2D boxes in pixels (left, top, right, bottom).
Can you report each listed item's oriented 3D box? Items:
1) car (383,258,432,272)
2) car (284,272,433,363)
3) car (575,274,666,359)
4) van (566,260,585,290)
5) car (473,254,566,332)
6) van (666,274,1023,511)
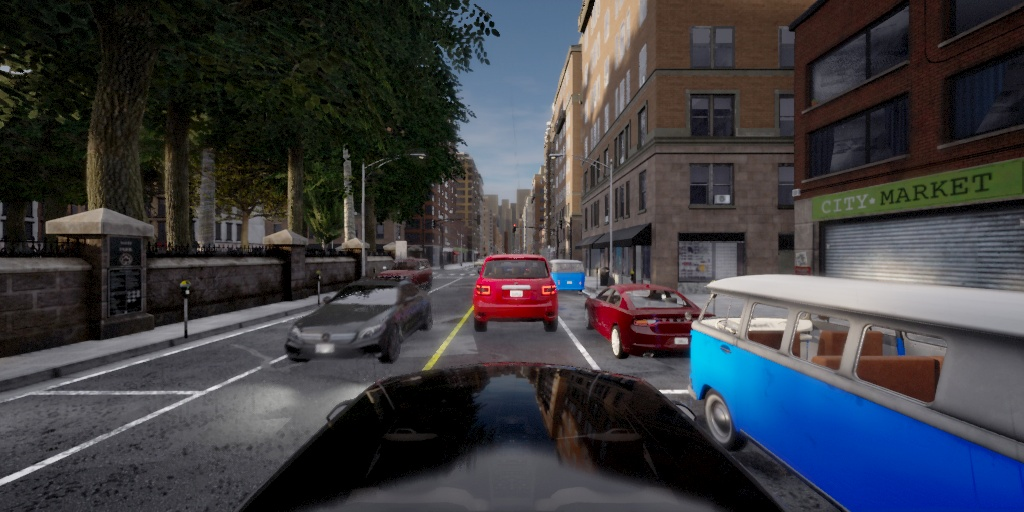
[{"bbox_3d":[-5.678,1.059,19.537,2.192,1.841,5.009,0,0,0],"label":"car"},{"bbox_3d":[-3.102,1.275,8.280,1.812,1.442,4.674,0,0,0],"label":"car"},{"bbox_3d":[2.853,1.294,8.261,1.888,1.381,4.507,0,0,0],"label":"car"},{"bbox_3d":[2.847,1.085,19.582,1.690,1.789,3.998,0,0,0],"label":"van"},{"bbox_3d":[0.092,0.970,11.019,2.150,2.045,5.566,0,0,0],"label":"car"},{"bbox_3d":[2.856,1.091,2.600,1.690,1.789,3.998,0,0,0],"label":"van"}]
